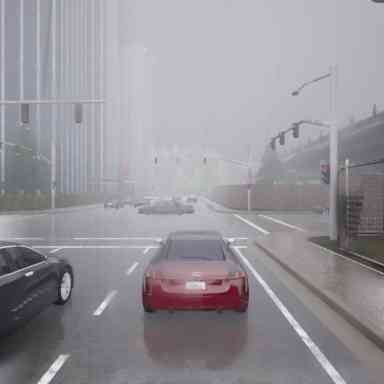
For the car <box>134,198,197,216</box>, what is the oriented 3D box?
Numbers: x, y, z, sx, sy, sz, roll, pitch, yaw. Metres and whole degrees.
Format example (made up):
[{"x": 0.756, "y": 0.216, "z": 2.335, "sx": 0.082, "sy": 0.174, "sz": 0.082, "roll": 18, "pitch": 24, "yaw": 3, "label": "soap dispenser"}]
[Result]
[{"x": -2.430, "y": 1.577, "z": 31.769, "sx": 5.357, "sy": 1.411, "sz": 2.033, "roll": 0, "pitch": 0, "yaw": 0, "label": "car"}]

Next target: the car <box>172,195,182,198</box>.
[{"x": -3.512, "y": 1.495, "z": 74.264, "sx": 1.837, "sy": 1.490, "sz": 4.892, "roll": 0, "pitch": 0, "yaw": 0, "label": "car"}]

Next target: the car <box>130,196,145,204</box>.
[{"x": -10.543, "y": 1.547, "z": 64.908, "sx": 2.033, "sy": 1.411, "sz": 5.357, "roll": 0, "pitch": 0, "yaw": 1, "label": "car"}]

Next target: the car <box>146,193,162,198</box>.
[{"x": -7.084, "y": 1.221, "z": 58.163, "sx": 2.150, "sy": 2.045, "sz": 5.566, "roll": 0, "pitch": 0, "yaw": 1, "label": "car"}]

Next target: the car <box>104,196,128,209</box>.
[{"x": -10.600, "y": 1.491, "z": 45.348, "sx": 2.128, "sy": 1.511, "sz": 4.902, "roll": 0, "pitch": 0, "yaw": 0, "label": "car"}]

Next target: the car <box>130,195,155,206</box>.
[{"x": -7.096, "y": 1.547, "z": 47.973, "sx": 2.033, "sy": 1.411, "sz": 5.357, "roll": 0, "pitch": 0, "yaw": 0, "label": "car"}]

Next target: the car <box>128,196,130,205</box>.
[{"x": -10.593, "y": 1.505, "z": 54.592, "sx": 1.837, "sy": 1.490, "sz": 4.892, "roll": 0, "pitch": 0, "yaw": 0, "label": "car"}]

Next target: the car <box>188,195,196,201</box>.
[{"x": -0.014, "y": 1.524, "z": 85.277, "sx": 1.812, "sy": 1.442, "sz": 4.674, "roll": 0, "pitch": 0, "yaw": 0, "label": "car"}]

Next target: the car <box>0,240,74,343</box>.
[{"x": -3.443, "y": 1.505, "z": 5.217, "sx": 1.837, "sy": 1.490, "sz": 4.892, "roll": 0, "pitch": 0, "yaw": 0, "label": "car"}]

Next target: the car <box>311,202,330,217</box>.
[{"x": 13.993, "y": 1.533, "z": 31.804, "sx": 5.008, "sy": 1.535, "sz": 1.882, "roll": 0, "pitch": 0, "yaw": 0, "label": "car"}]

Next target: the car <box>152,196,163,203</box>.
[{"x": -7.020, "y": 1.505, "z": 68.306, "sx": 1.837, "sy": 1.490, "sz": 4.892, "roll": 0, "pitch": 0, "yaw": 0, "label": "car"}]

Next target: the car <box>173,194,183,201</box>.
[{"x": -3.514, "y": 1.386, "z": 84.688, "sx": 2.128, "sy": 1.511, "sz": 4.902, "roll": 0, "pitch": 0, "yaw": 0, "label": "car"}]

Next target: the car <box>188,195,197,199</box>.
[{"x": 0.085, "y": 1.477, "z": 63.727, "sx": 1.882, "sy": 1.535, "sz": 5.008, "roll": 0, "pitch": 0, "yaw": 0, "label": "car"}]

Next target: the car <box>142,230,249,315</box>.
[{"x": 0.070, "y": 1.564, "z": 7.673, "sx": 1.994, "sy": 1.385, "sz": 4.181, "roll": 0, "pitch": 0, "yaw": 0, "label": "car"}]
